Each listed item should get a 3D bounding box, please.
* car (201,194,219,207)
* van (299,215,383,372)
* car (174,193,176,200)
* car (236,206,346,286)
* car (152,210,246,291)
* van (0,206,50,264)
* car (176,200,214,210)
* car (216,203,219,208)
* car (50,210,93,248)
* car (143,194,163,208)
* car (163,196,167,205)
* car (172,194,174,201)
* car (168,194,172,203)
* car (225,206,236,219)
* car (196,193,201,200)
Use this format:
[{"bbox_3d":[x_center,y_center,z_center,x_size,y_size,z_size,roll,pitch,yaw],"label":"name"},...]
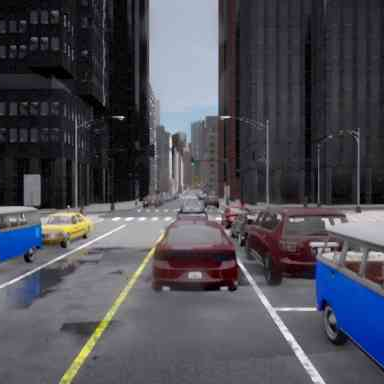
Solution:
[{"bbox_3d":[2.766,1.316,47.420,2.192,1.841,5.009,0,0,0],"label":"car"},{"bbox_3d":[2.764,1.339,3.802,1.690,1.788,3.998,0,0,0],"label":"van"},{"bbox_3d":[-5.752,1.583,86.764,1.752,1.417,4.829,0,0,0],"label":"car"},{"bbox_3d":[2.763,1.311,9.328,2.192,1.841,5.009,0,0,0],"label":"car"},{"bbox_3d":[0.071,1.474,9.000,1.882,1.535,5.008,0,0,0],"label":"car"},{"bbox_3d":[-5.767,1.337,9.342,1.690,1.788,3.998,0,0,0],"label":"van"},{"bbox_3d":[0.030,1.487,20.960,2.128,1.511,4.902,0,0,1],"label":"car"},{"bbox_3d":[2.763,1.539,20.379,1.887,1.381,4.507,0,0,0],"label":"car"},{"bbox_3d":[-5.764,1.520,14.696,1.752,1.417,4.829,0,0,0],"label":"car"},{"bbox_3d":[-5.759,1.316,47.431,2.192,1.841,5.009,0,0,0],"label":"car"},{"bbox_3d":[-5.758,1.320,53.074,2.192,1.841,5.009,0,0,0],"label":"car"},{"bbox_3d":[-5.753,1.559,75.477,1.752,1.417,4.829,0,0,0],"label":"car"},{"bbox_3d":[-5.754,1.590,70.004,1.947,1.339,4.313,0,0,0],"label":"car"},{"bbox_3d":[2.764,1.545,14.853,2.008,1.369,4.403,0,0,0],"label":"car"},{"bbox_3d":[2.774,1.602,86.926,1.887,1.381,4.507,0,0,0],"label":"car"}]
